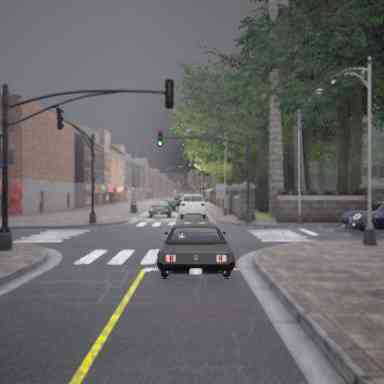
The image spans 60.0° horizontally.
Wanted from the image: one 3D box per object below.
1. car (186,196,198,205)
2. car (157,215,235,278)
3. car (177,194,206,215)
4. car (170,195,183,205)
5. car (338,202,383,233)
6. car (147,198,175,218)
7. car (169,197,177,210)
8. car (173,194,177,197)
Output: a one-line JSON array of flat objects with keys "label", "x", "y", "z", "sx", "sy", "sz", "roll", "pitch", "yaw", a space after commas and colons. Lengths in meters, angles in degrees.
[{"label": "car", "x": -0.009, "y": 1.499, "z": 60.705, "sx": 2.128, "sy": 1.511, "sz": 4.902, "roll": 0, "pitch": 0, "yaw": 0}, {"label": "car", "x": 0.098, "y": 1.599, "z": 10.109, "sx": 1.895, "sy": 1.301, "sz": 4.718, "roll": 0, "pitch": 0, "yaw": 0}, {"label": "car", "x": 0.096, "y": 1.222, "z": 29.848, "sx": 2.150, "sy": 2.045, "sz": 5.566, "roll": 0, "pitch": 0, "yaw": 0}, {"label": "car", "x": -2.759, "y": 1.359, "z": 60.261, "sx": 2.097, "sy": 1.767, "sz": 4.553, "roll": 0, "pitch": 0, "yaw": 0}, {"label": "car", "x": 10.722, "y": 1.317, "z": 18.693, "sx": 4.553, "sy": 1.767, "sz": 2.097, "roll": 0, "pitch": 0, "yaw": -1}, {"label": "car", "x": -2.852, "y": 1.526, "z": 30.836, "sx": 1.812, "sy": 1.442, "sz": 4.674, "roll": 0, "pitch": 0, "yaw": 0}, {"label": "car", "x": -2.848, "y": 1.603, "z": 40.013, "sx": 1.895, "sy": 1.301, "sz": 4.718, "roll": 0, "pitch": 0, "yaw": 0}, {"label": "car", "x": -2.813, "y": 1.481, "z": 50.125, "sx": 1.882, "sy": 1.535, "sz": 5.008, "roll": 0, "pitch": 0, "yaw": 1}]
